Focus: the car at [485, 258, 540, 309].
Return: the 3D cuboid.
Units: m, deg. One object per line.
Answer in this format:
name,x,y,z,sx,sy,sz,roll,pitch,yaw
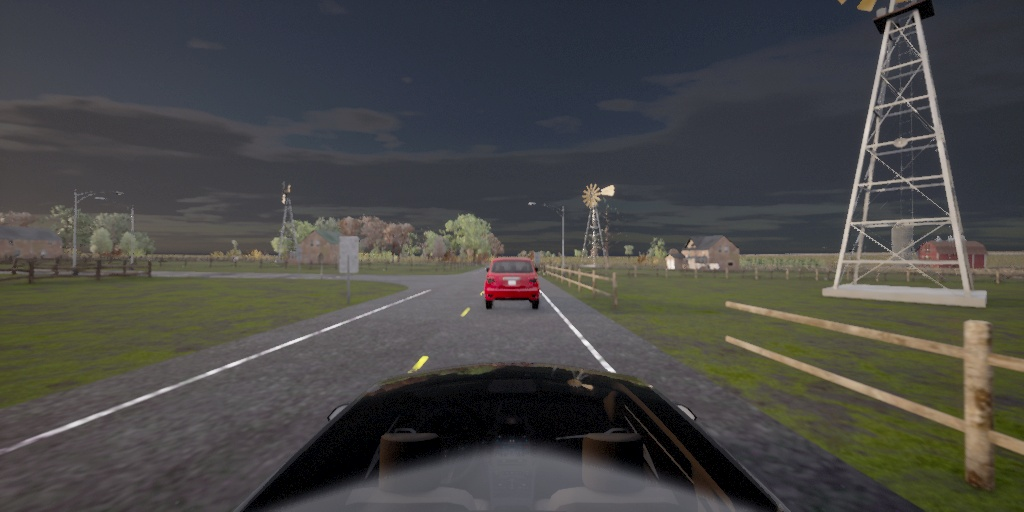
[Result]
car,0.008,1.093,15.864,2.150,2.045,5.566,0,0,0
